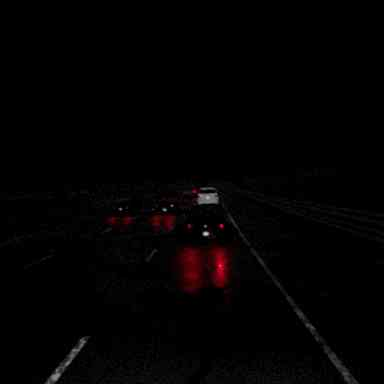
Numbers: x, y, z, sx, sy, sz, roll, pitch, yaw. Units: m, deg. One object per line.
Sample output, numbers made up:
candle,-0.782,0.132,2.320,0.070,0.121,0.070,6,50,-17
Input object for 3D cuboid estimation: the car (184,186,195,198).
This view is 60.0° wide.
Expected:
car,-0.176,-0.003,57.461,2.150,2.045,5.566,-1,2,5

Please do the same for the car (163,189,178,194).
car,-3.710,0.210,57.109,2.097,1.767,4.553,-1,2,5

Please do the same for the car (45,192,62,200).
car,-21.675,0.826,53.345,2.128,1.511,4.902,-1,1,5

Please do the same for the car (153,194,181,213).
car,-2.119,1.115,29.547,1.895,1.301,4.718,-1,1,3

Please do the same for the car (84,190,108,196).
car,-14.721,0.557,52.571,2.097,1.767,4.553,-1,2,5

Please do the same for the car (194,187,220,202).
car,1.711,0.524,35.092,2.150,2.045,5.566,-1,2,4

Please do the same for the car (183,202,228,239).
car,0.663,1.371,15.793,1.895,1.301,4.718,-1,1,3

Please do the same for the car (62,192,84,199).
car,-18.174,0.755,53.225,2.128,1.511,4.902,-1,1,5

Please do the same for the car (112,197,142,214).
car,-5.643,1.121,29.192,1.812,1.442,4.674,-1,1,3
